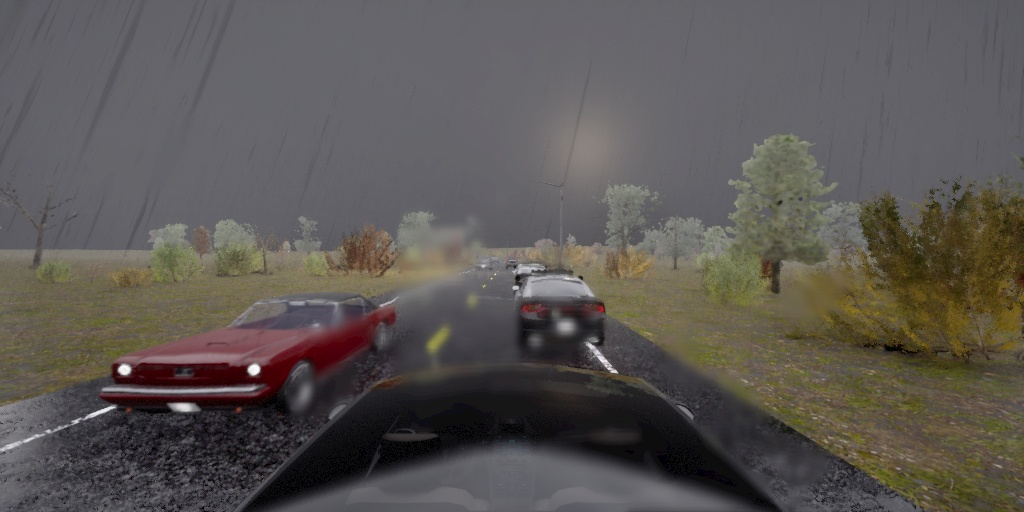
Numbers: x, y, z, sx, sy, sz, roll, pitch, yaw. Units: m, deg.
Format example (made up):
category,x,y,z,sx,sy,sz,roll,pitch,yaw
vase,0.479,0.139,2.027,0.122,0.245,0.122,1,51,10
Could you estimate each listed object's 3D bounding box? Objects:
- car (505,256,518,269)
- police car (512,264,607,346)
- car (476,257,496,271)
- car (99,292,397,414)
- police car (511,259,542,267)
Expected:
category,x,y,z,sx,sy,sz,roll,pitch,yaw
car,0.046,1.165,52.623,1.837,1.490,4.892,0,0,0
police car,1.048,1.170,9.555,1.930,1.638,5.238,0,0,0
car,-3.612,1.166,47.836,2.128,1.511,4.902,0,0,0
car,-3.601,1.348,6.136,1.895,1.301,4.718,0,0,0
police car,1.046,1.159,19.557,1.930,1.638,5.238,0,0,0
